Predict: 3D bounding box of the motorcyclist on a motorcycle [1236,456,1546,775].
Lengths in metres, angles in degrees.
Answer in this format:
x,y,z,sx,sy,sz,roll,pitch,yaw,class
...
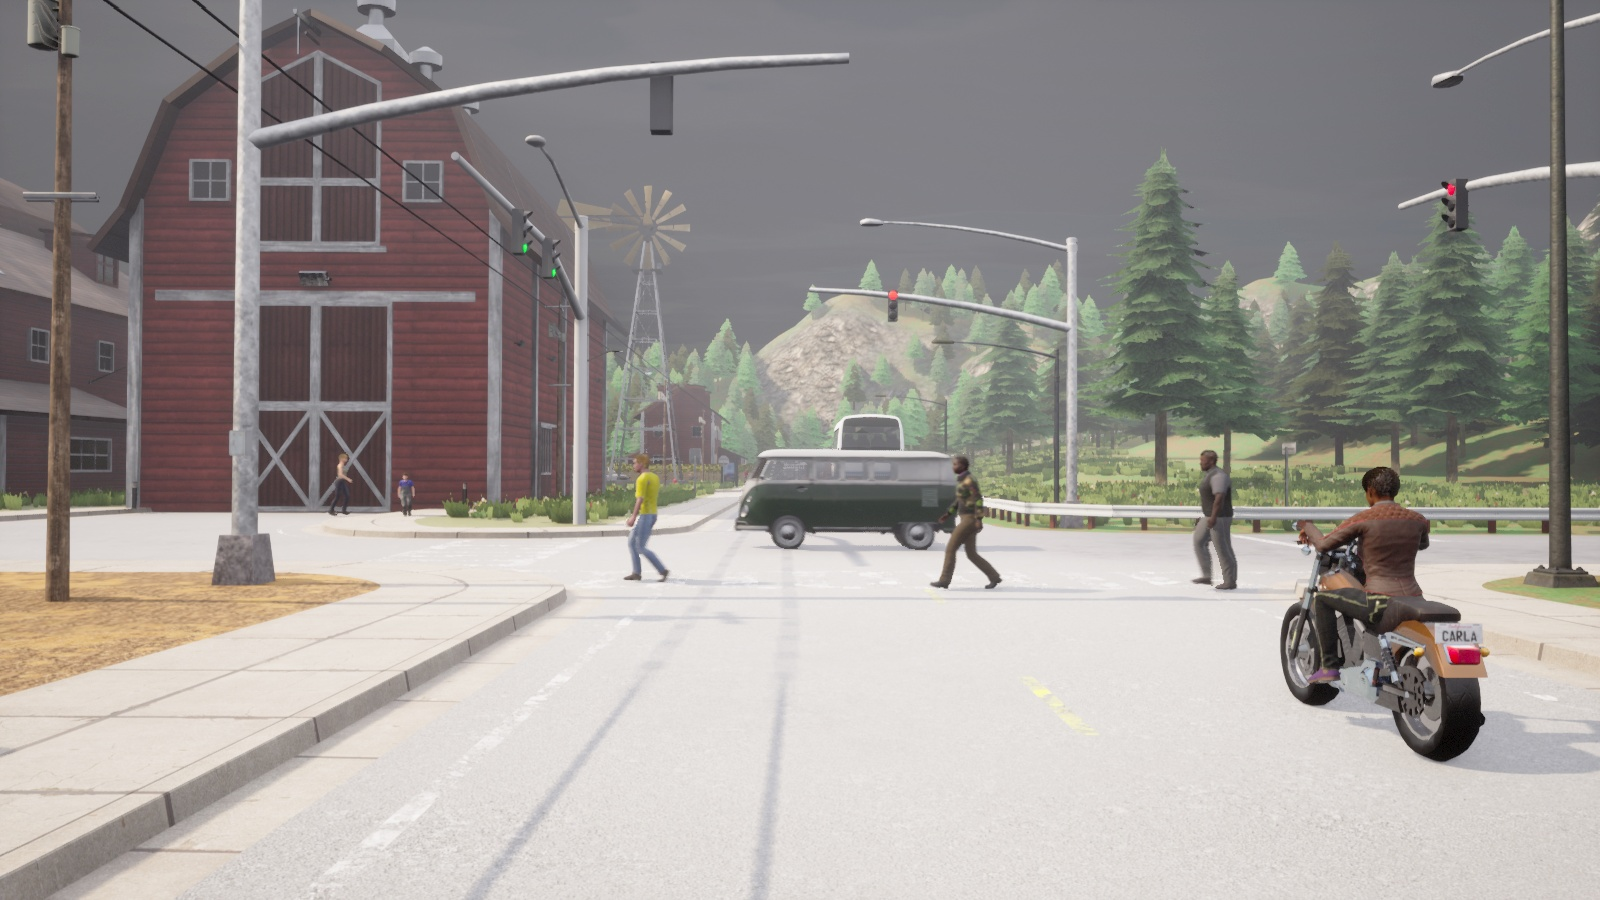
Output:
x,y,z,sx,sy,sz,roll,pitch,yaw,class
3.478,0.881,7.705,0.766,1.649,2.350,0,-1,0,motorcyclist on a motorcycle

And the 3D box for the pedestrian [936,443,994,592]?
x,y,z,sx,sy,sz,roll,pitch,yaw,class
2.157,0.877,16.454,0.692,1.930,0.395,0,-1,2,pedestrian

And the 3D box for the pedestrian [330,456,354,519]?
x,y,z,sx,sy,sz,roll,pitch,yaw,class
-13.505,1.107,37.060,0.594,1.836,0.345,0,-1,-3,pedestrian

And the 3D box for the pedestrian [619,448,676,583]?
x,y,z,sx,sy,sz,roll,pitch,yaw,class
-2.099,0.890,17.312,0.706,1.836,0.354,0,-1,13,pedestrian

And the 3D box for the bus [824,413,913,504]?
x,y,z,sx,sy,sz,roll,pitch,yaw,class
3.322,0.503,64.237,3.944,4.253,10.273,0,-1,0,bus

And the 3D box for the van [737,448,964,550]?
x,y,z,sx,sy,sz,roll,pitch,yaw,class
0.971,0.977,25.379,4.442,1.987,1.775,0,-1,-1,van

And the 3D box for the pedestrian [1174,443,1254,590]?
x,y,z,sx,sy,sz,roll,pitch,yaw,class
5.397,0.863,16.393,0.849,1.883,0.563,0,-1,2,pedestrian

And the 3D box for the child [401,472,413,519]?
x,y,z,sx,sy,sz,roll,pitch,yaw,class
-10.589,1.219,33.842,0.270,1.263,0.437,0,-1,-12,child
